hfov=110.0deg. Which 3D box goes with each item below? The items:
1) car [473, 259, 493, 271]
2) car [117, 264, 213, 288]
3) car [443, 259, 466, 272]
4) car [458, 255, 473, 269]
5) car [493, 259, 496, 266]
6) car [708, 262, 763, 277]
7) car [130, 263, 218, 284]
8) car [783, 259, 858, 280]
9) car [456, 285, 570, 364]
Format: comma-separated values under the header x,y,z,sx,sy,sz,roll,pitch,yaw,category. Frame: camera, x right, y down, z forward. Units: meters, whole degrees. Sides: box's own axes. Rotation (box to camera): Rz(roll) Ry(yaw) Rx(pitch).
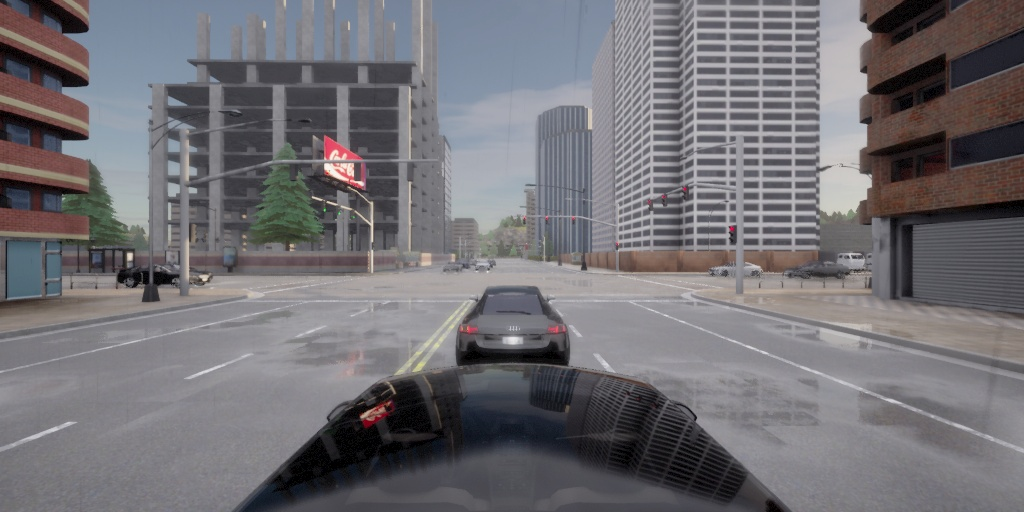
x,y,z,sx,sy,sz,roll,pitch,yaw,category
-4.035,1.276,49.991,1.812,1.442,4.674,0,0,-1,car
-22.011,1.241,22.805,4.902,1.511,2.128,0,0,-1,car
-7.524,1.351,45.839,1.895,1.301,4.718,0,0,0,car
-7.589,1.102,54.945,2.097,1.767,4.553,0,0,0,car
-4.127,1.351,60.310,1.895,1.301,4.718,0,0,-1,car
21.241,1.275,34.130,4.674,1.442,1.812,0,0,-1,car
-24.692,1.276,26.288,4.674,1.442,1.812,0,0,-1,car
25.990,1.241,30.715,4.902,1.511,2.128,0,0,-1,car
0.011,1.314,7.709,1.994,1.385,4.181,0,0,0,car
